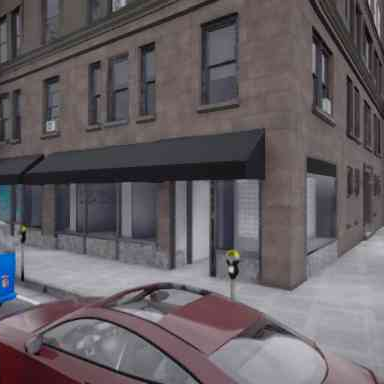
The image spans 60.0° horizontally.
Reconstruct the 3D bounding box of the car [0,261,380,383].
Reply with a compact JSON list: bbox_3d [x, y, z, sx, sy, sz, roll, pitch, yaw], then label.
[{"bbox_3d":[-0.475,1.580,3.187,4.206,1.307,1.802,0,0,36],"label":"car"}]

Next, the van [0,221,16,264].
[{"bbox_3d":[-5.091,1.338,6.479,3.998,1.788,1.690,0,0,36],"label":"van"}]
